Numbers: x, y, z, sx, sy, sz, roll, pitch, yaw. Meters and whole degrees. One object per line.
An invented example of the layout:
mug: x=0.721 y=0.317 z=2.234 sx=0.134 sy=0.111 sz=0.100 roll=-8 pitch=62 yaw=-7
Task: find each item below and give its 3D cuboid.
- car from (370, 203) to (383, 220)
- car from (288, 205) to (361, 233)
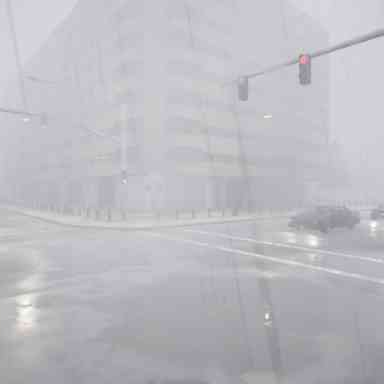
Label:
car: x=15.451 y=1.456 z=25.575 sx=4.181 sy=1.385 sz=1.994 roll=0 pitch=1 yaw=-40
car: x=7.816 y=1.462 z=19.240 sx=5.357 sy=1.411 sz=2.033 roll=0 pitch=1 yaw=-40
